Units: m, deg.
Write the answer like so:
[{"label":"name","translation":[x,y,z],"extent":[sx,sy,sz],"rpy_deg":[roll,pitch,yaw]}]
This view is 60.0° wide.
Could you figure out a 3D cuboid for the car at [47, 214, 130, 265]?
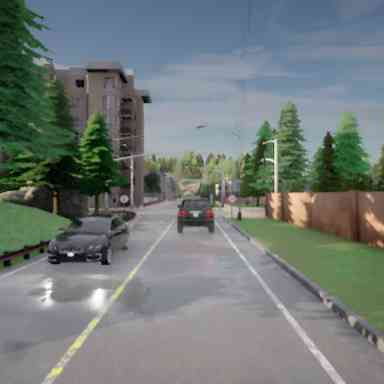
[{"label":"car","translation":[-3.518,1.605,12.128],"extent":[1.837,1.490,4.892],"rpy_deg":[0,-1,0]}]

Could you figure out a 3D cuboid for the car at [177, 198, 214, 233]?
[{"label":"car","translation":[0.229,1.392,21.068],"extent":[2.150,2.045,5.566],"rpy_deg":[0,0,0]}]
